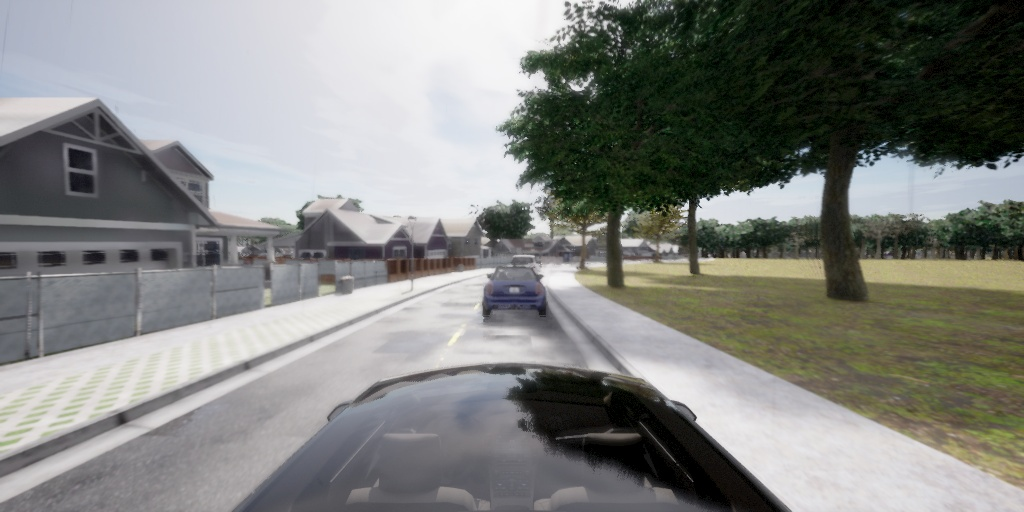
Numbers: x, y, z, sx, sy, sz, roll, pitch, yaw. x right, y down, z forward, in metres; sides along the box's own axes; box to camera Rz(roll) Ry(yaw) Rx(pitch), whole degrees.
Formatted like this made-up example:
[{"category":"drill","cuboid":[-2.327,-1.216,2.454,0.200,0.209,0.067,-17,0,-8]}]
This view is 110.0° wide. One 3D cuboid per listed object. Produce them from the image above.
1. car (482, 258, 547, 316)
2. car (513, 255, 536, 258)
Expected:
[{"category":"car","cuboid":[0.122,1.079,13.317,2.097,1.767,4.553,0,0,1]},{"category":"car","cuboid":[1.058,0.953,28.162,2.150,2.045,5.566,0,0,7]}]
